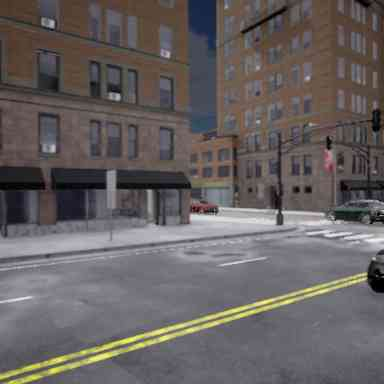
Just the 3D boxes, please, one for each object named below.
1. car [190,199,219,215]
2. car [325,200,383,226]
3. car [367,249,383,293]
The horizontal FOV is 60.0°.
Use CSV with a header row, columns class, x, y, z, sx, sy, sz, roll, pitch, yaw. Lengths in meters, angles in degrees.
class,x,y,z,sx,sy,sz,roll,pitch,yaw
car,0.783,1.550,34.913,1.882,1.535,5.008,-1,0,-36
car,11.949,1.354,24.137,2.097,1.767,4.553,-1,0,-23
car,5.867,1.558,7.621,4.181,1.385,1.994,0,0,-36
